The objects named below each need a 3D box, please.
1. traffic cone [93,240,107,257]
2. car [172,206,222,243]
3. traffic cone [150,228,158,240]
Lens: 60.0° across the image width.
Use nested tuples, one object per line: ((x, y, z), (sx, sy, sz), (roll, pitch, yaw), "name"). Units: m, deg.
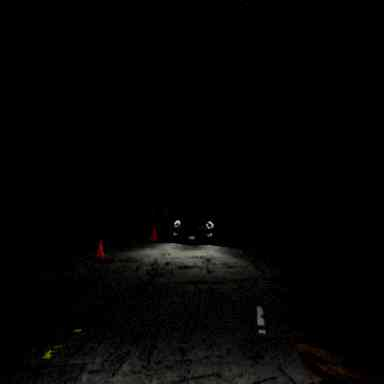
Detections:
((-3.282, 2.002, 11.897), (0.340, 0.580, 0.340), (2, 0, 15), "traffic cone")
((0.390, 1.560, 17.482), (2.097, 1.767, 4.553), (1, -1, 10), "car")
((-1.888, 2.088, 16.636), (0.340, 0.580, 0.340), (1, -1, 14), "traffic cone")
